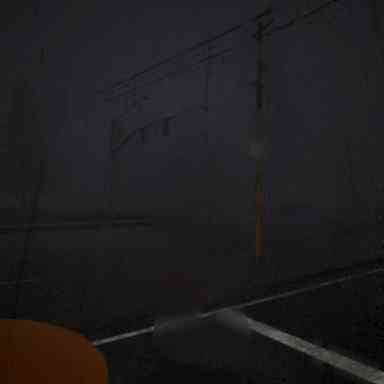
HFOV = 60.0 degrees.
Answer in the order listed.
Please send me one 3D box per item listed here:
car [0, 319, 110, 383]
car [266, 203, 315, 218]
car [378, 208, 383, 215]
[{"bbox_3d":[-2.896,1.458,1.684,5.008,1.535,1.882,1,-1,-36],"label":"car"},{"bbox_3d":[10.196,1.902,34.664,4.892,1.490,1.837,1,4,10],"label":"car"},{"bbox_3d":[25.387,2.222,41.948,4.718,1.301,1.895,1,-1,-36],"label":"car"}]
